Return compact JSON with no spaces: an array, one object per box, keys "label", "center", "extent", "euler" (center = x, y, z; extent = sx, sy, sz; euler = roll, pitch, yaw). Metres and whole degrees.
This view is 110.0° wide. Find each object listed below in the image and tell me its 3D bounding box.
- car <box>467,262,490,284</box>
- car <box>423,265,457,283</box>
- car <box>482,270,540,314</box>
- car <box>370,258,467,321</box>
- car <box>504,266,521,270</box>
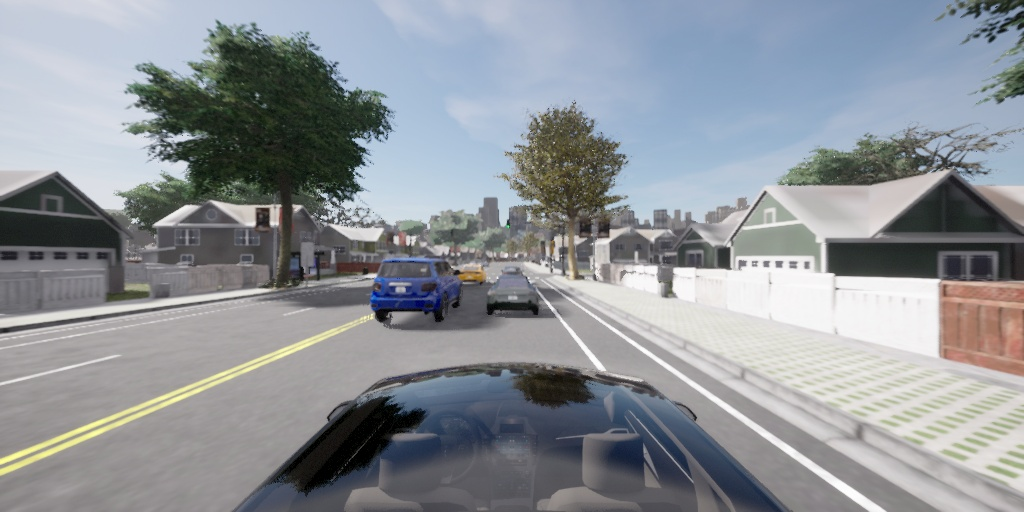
[{"label":"car","center":[-3.201,1.508,29.925],"extent":[1.882,1.535,5.008],"euler":[0,-1,1]},{"label":"car","center":[-6.522,1.610,33.209],"extent":[2.033,1.411,5.357],"euler":[0,-1,0]},{"label":"car","center":[0.047,1.443,14.496],"extent":[1.994,1.385,4.181],"euler":[0,0,0]},{"label":"car","center":[-3.217,1.087,13.112],"extent":[2.150,2.045,5.566],"euler":[0,0,0]},{"label":"car","center":[0.045,1.553,29.582],"extent":[1.812,1.442,4.674],"euler":[0,-1,1]}]
